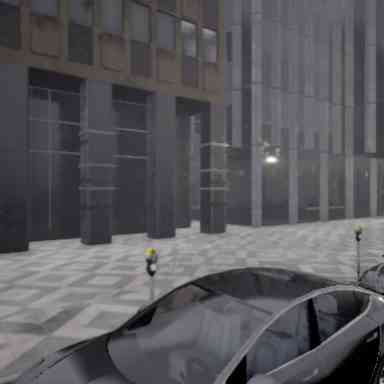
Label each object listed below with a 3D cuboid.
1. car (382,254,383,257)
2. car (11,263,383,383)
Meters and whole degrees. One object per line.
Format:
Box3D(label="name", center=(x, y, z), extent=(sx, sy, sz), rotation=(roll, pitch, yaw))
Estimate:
Box3D(label="car", center=(5.075, 1.564, 6.575), extent=(4.313, 1.339, 1.947), rotation=(0, 0, -35))
Box3D(label="car", center=(0.480, 1.562, 3.309), extent=(4.313, 1.339, 1.947), rotation=(0, 0, -35))
